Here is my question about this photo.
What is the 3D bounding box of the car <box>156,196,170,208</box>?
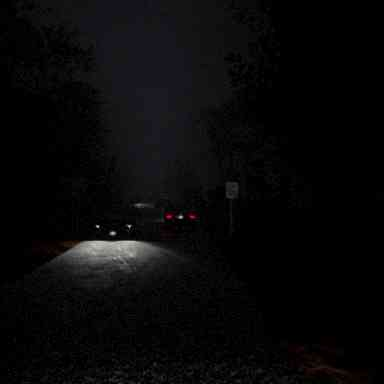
[{"bbox_3d":[-3.443,1.197,40.947,1.812,1.442,4.674,1,0,-9],"label":"car"}]

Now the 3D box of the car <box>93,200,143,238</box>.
[{"bbox_3d":[-3.517,1.340,16.748,2.033,1.411,5.357,0,1,-4],"label":"car"}]

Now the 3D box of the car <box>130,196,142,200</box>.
[{"bbox_3d":[-9.623,1.279,57.195,1.895,1.301,4.718,1,-1,-12],"label":"car"}]

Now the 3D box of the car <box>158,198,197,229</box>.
[{"bbox_3d":[-0.797,1.332,19.844,2.033,1.411,5.357,0,1,-5],"label":"car"}]
